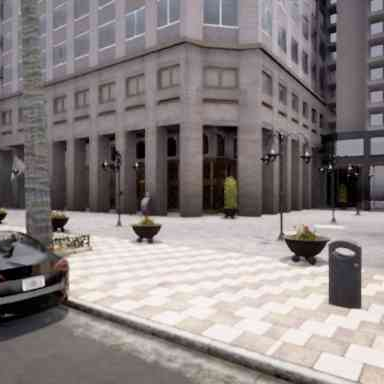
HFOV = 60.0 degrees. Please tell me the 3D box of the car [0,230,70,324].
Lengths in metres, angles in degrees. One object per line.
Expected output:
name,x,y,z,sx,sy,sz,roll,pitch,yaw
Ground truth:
car,-4.453,1.504,6.674,4.786,1.482,2.161,0,0,35
